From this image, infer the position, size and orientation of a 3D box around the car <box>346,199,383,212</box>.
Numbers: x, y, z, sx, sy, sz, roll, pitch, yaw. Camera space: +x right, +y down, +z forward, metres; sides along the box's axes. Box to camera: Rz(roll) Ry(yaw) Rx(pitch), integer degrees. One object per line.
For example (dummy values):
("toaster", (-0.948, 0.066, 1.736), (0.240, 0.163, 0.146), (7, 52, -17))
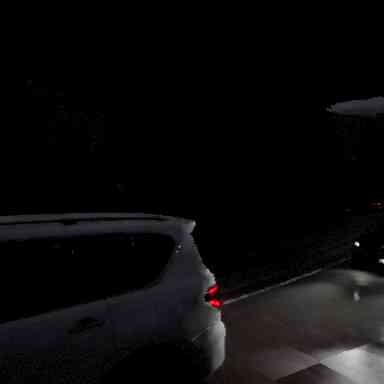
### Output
("car", (19.712, 1.497, 37.991), (2.128, 1.511, 4.902), (0, 0, -10))

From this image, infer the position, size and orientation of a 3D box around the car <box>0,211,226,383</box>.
("car", (-2.221, 1.239, 2.682), (5.566, 2.045, 2.150), (0, 0, -37))

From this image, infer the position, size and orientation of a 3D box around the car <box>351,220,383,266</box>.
("car", (6.787, 1.600, 10.842), (1.895, 1.301, 4.718), (0, 0, 42))
